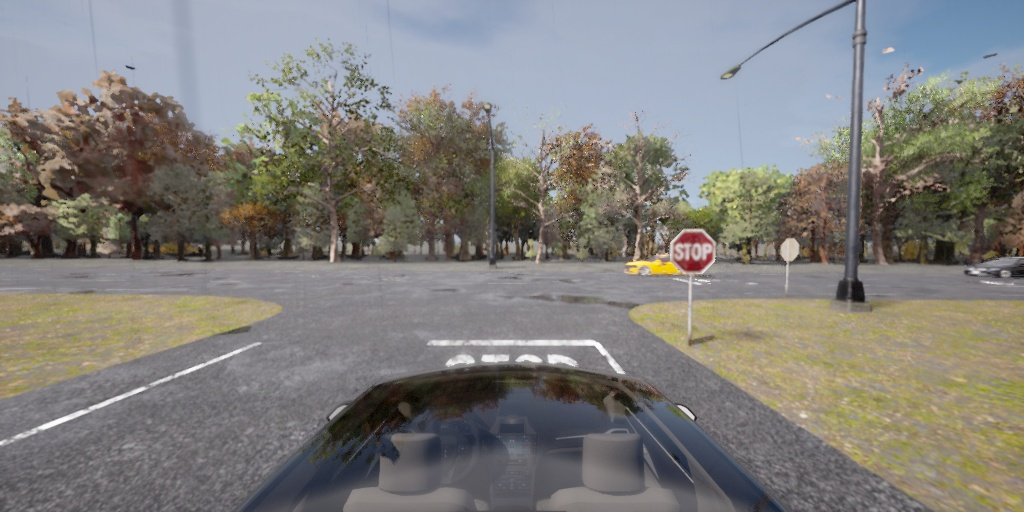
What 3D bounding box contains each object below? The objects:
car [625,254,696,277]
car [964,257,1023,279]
[{"bbox_3d":[10.195,0.621,24.116,5.008,1.535,1.882,0,2,0],"label":"car"},{"bbox_3d":[33.301,0.795,23.930,4.674,1.442,1.812,-1,2,1],"label":"car"}]
